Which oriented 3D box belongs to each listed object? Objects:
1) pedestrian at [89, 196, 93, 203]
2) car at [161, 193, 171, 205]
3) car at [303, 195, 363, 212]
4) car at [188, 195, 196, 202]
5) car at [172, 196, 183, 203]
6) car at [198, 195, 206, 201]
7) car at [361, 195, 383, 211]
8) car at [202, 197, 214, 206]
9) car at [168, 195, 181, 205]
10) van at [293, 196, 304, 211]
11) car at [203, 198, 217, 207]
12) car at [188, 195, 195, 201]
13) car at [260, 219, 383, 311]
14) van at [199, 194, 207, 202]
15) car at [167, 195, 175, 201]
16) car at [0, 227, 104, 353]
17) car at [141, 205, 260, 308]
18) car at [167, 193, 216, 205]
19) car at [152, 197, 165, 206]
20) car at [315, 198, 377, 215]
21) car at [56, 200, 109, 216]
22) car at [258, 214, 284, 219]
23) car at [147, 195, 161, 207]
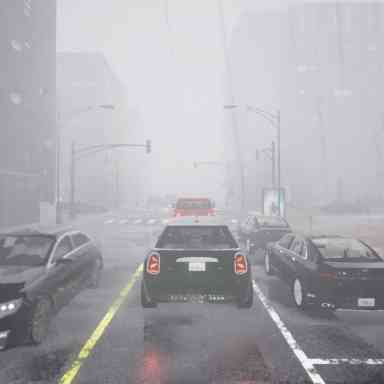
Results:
[{"bbox_3d":[-12.542,1.348,41.291,0.375,1.860,0.375,0,0,0],"label":"pedestrian"},{"bbox_3d":[-3.137,1.240,51.021,2.150,2.045,5.566,0,0,0],"label":"car"},{"bbox_3d":[14.977,1.385,35.553,5.008,1.535,1.882,0,-1,2],"label":"car"},{"bbox_3d":[-0.023,1.531,76.062,1.837,1.490,4.892,0,0,0],"label":"car"},{"bbox_3d":[-3.022,1.553,70.660,2.128,1.511,4.902,0,0,0],"label":"car"},{"bbox_3d":[2.672,1.582,90.329,1.887,1.381,4.507,1,0,0],"label":"car"},{"bbox_3d":[19.279,1.228,38.117,5.009,1.841,2.192,0,0,0],"label":"car"},{"bbox_3d":[2.683,1.603,56.902,1.802,1.307,4.206,1,0,0],"label":"car"},{"bbox_3d":[-3.088,1.375,60.590,2.097,1.767,4.553,0,0,0],"label":"car"},{"bbox_3d":[13.752,1.296,38.155,3.998,1.788,1.690,0,0,0],"label":"van"},{"bbox_3d":[2.685,1.585,51.331,1.947,1.339,4.313,1,0,0],"label":"car"},{"bbox_3d":[-0.029,1.561,90.370,1.812,1.442,4.674,0,0,0],"label":"car"},{"bbox_3d":[2.828,1.553,7.569,2.008,1.369,4.403,1,0,0],"label":"car"},{"bbox_3d":[2.678,1.373,79.188,1.690,1.788,3.998,1,0,0],"label":"van"},{"bbox_3d":[-5.708,1.603,90.366,1.947,1.339,4.313,1,0,0],"label":"car"},{"bbox_3d":[-3.100,1.493,6.381,2.128,1.511,4.902,0,0,0],"label":"car"},{"bbox_3d":[0.098,1.354,8.065,2.097,1.767,4.553,0,0,0],"label":"car"},{"bbox_3d":[0.082,1.228,17.536,2.150,2.045,5.566,0,0,0],"label":"car"},{"bbox_3d":[-5.697,1.566,56.940,1.887,1.381,4.507,1,0,0],"label":"car"},{"bbox_3d":[13.694,1.413,29.773,4.206,1.307,1.802,0,0,0],"label":"car"},{"bbox_3d":[-10.848,1.547,32.982,5.008,1.535,1.882,-1,-1,-6],"label":"car"},{"bbox_3d":[2.826,1.555,13.139,2.008,1.369,4.403,1,0,0],"label":"car"},{"bbox_3d":[-5.692,1.334,51.369,2.192,1.841,5.009,1,0,0],"label":"car"}]
